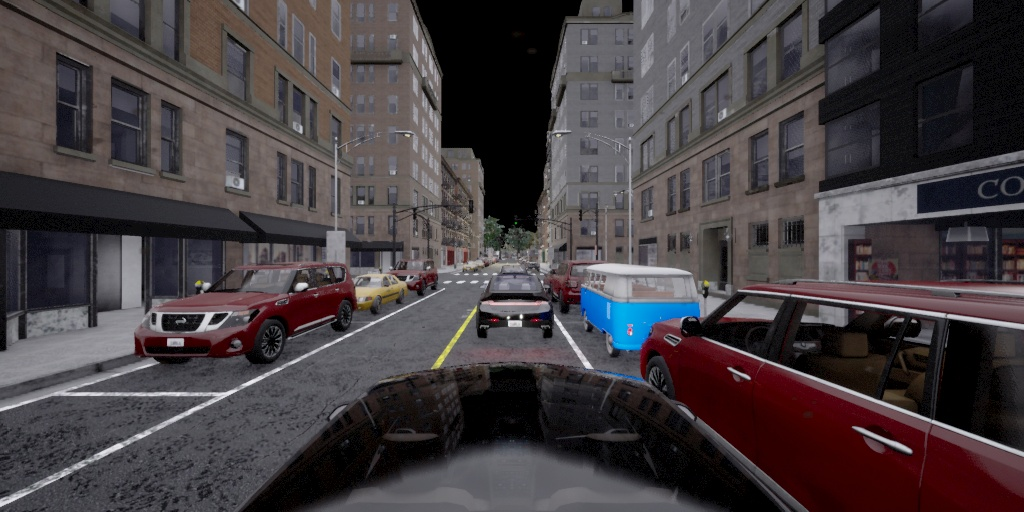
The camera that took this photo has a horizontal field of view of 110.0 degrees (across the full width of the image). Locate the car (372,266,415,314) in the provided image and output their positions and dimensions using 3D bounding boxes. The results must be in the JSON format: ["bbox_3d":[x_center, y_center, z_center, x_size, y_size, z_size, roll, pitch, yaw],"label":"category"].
[{"bbox_3d":[-5.386,1.275,13.768,1.751,1.417,4.829,0,0,0],"label":"car"}]

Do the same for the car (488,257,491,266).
[{"bbox_3d":[-5.337,1.061,63.070,2.192,1.841,5.009,0,0,0],"label":"car"}]

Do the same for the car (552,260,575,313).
[{"bbox_3d":[2.652,1.064,13.928,2.192,1.841,5.009,0,0,0],"label":"car"}]

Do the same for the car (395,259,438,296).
[{"bbox_3d":[-5.380,1.063,19.617,2.192,1.841,5.009,0,0,0],"label":"car"}]

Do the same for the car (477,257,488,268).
[{"bbox_3d":[-5.346,1.272,57.418,1.751,1.417,4.829,0,0,0],"label":"car"}]

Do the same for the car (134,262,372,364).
[{"bbox_3d":[-5.391,1.064,8.261,2.192,1.841,5.009,0,0,0],"label":"car"}]

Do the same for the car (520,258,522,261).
[{"bbox_3d":[2.704,1.297,57.579,2.007,1.370,4.403,0,0,0],"label":"car"}]

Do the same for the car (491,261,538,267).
[{"bbox_3d":[0.091,1.240,20.178,2.128,1.511,4.902,0,0,-1],"label":"car"}]

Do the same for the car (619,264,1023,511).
[{"bbox_3d":[2.638,1.065,2.570,2.192,1.841,5.009,0,0,0],"label":"car"}]

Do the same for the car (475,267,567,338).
[{"bbox_3d":[0.083,1.241,10.124,2.128,1.511,4.902,0,0,0],"label":"car"}]

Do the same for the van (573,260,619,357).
[{"bbox_3d":[2.645,1.091,8.249,1.690,1.789,3.998,0,0,0],"label":"van"}]

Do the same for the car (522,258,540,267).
[{"bbox_3d":[2.691,1.297,46.615,2.007,1.370,4.403,0,0,0],"label":"car"}]

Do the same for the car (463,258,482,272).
[{"bbox_3d":[-5.363,1.272,46.455,1.751,1.417,4.829,0,0,0],"label":"car"}]
